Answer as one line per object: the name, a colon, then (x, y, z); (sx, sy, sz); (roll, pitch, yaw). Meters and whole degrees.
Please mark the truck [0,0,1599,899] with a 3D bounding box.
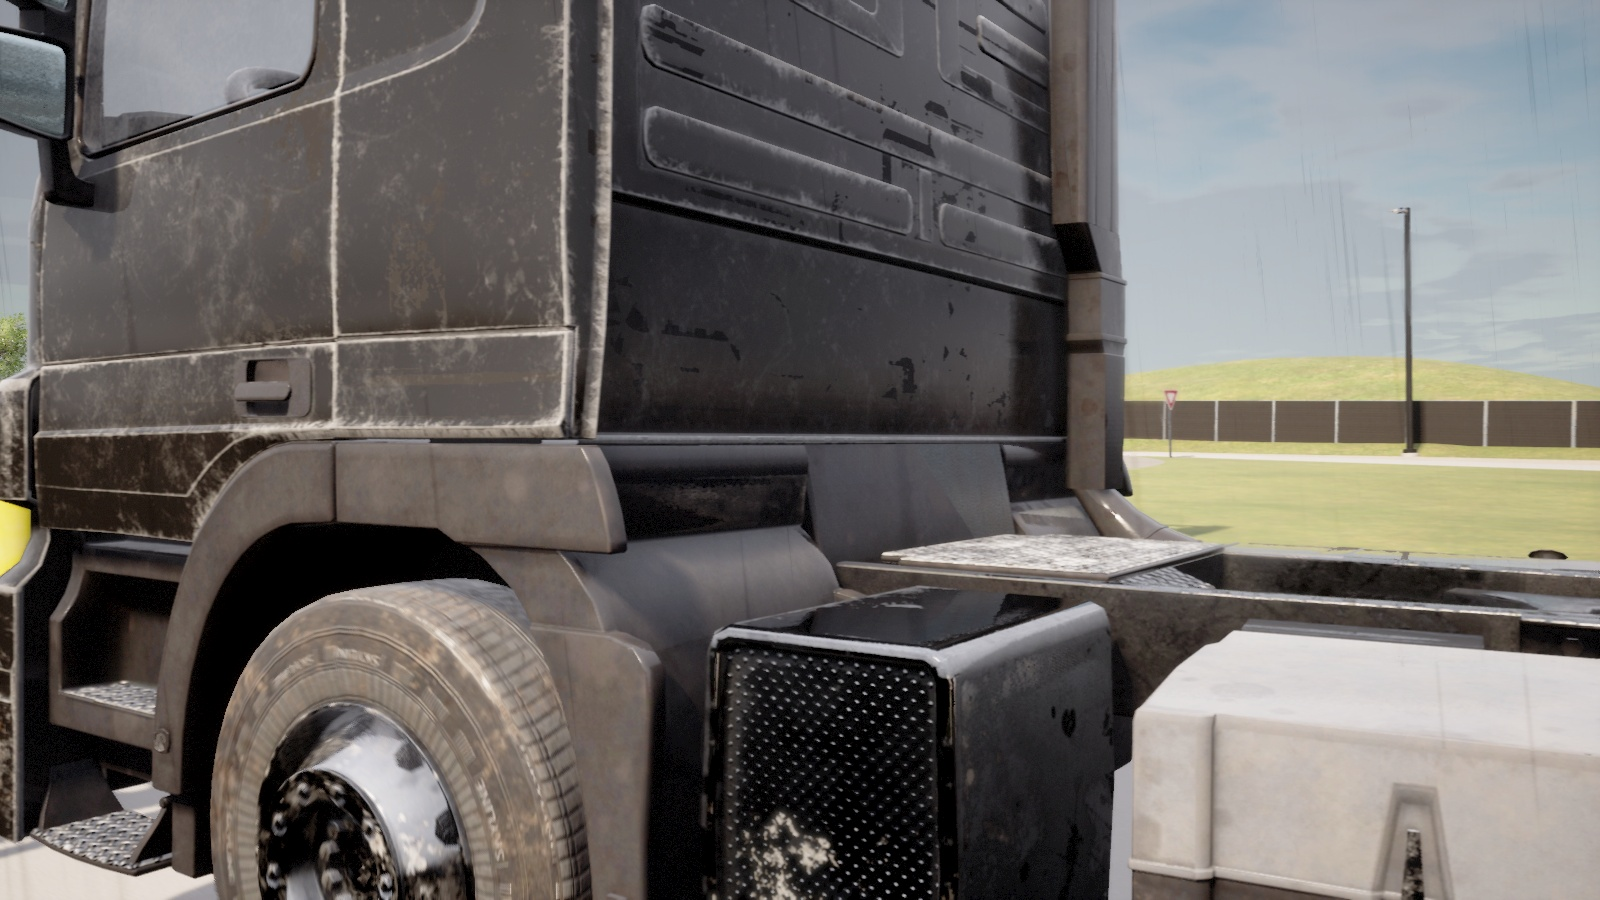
truck: (1.742, -0.299, 2.447); (7.936, 3.462, 2.891); (0, 1, 34)
